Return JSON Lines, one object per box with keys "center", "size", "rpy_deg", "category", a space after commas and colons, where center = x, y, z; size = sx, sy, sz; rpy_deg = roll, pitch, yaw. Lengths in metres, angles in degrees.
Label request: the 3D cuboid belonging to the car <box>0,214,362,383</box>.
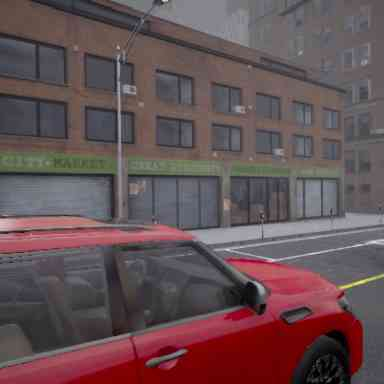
{"center": [-0.844, 1.223, 2.831], "size": [5.566, 2.045, 2.150], "rpy_deg": [0, 0, -36], "category": "car"}
